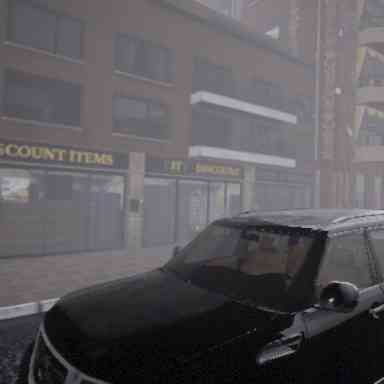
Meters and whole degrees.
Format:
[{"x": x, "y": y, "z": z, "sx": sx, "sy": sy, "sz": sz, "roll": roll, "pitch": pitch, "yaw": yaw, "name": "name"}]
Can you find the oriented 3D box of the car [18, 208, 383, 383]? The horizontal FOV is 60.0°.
[{"x": 1.131, "y": 1.252, "z": 3.874, "sx": 5.566, "sy": 2.045, "sz": 2.150, "roll": 1, "pitch": 0, "yaw": -35, "name": "car"}]
